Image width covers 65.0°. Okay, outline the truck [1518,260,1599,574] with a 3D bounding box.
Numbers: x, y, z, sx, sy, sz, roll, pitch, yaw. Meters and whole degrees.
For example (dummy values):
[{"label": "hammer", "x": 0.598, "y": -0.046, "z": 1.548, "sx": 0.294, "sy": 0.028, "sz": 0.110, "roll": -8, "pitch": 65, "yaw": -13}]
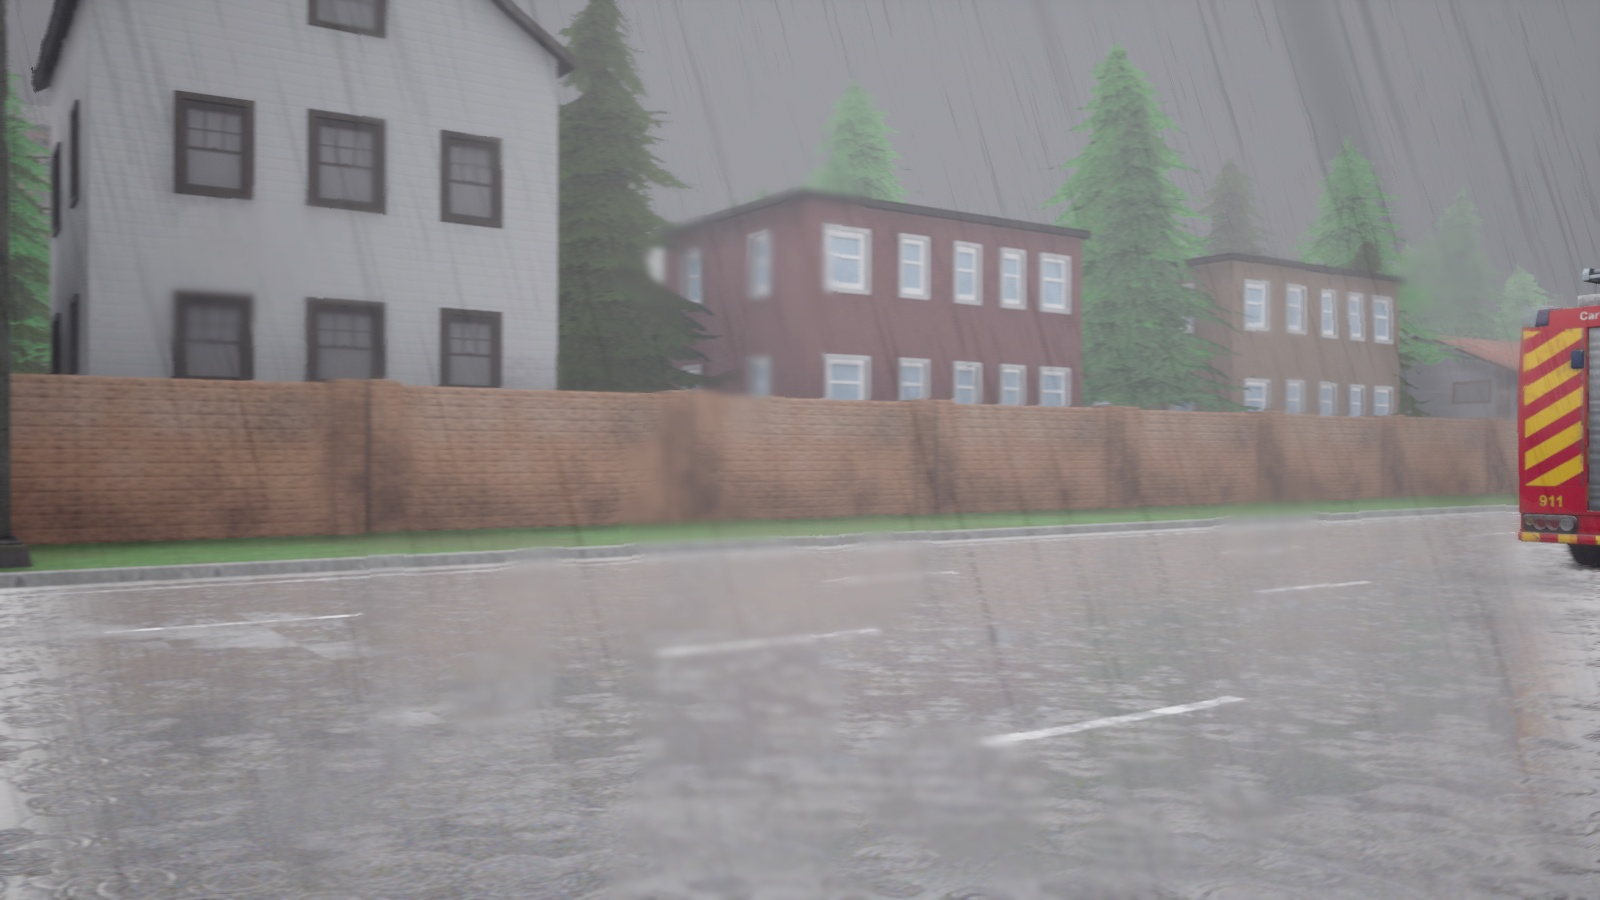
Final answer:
[{"label": "truck", "x": 13.512, "y": -0.405, "z": 17.333, "sx": 8.468, "sy": 3.827, "sz": 2.891, "roll": 0, "pitch": 0, "yaw": -35}]
